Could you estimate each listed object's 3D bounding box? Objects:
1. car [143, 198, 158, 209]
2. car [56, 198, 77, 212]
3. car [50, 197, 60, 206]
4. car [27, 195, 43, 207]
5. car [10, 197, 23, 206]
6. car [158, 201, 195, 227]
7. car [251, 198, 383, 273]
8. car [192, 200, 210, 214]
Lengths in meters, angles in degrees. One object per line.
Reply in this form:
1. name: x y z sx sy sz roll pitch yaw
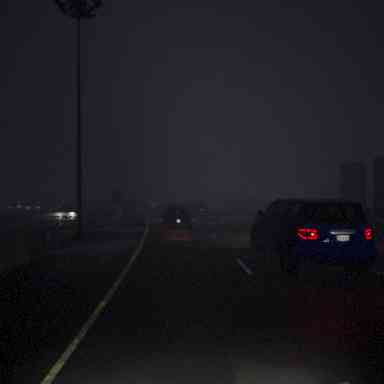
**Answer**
1. car: -5.827 1.626 47.744 1.812 1.442 4.674 0 0 -15
2. car: -15.462 1.769 41.954 1.895 1.301 4.718 0 0 -13
3. car: -24.881 1.736 60.964 1.837 1.490 4.892 0 0 -20
4. car: -28.055 1.497 59.457 2.150 2.045 5.566 0 0 -20
5. car: -33.032 1.795 62.632 1.837 1.490 4.892 0 0 -22
6. car: -1.176 1.542 23.322 1.837 1.490 4.892 1 0 -8
7. car: 3.513 1.208 10.765 2.150 2.045 5.566 0 0 -3
8. car: 0.547 1.563 35.229 1.812 1.442 4.674 0 0 -11
